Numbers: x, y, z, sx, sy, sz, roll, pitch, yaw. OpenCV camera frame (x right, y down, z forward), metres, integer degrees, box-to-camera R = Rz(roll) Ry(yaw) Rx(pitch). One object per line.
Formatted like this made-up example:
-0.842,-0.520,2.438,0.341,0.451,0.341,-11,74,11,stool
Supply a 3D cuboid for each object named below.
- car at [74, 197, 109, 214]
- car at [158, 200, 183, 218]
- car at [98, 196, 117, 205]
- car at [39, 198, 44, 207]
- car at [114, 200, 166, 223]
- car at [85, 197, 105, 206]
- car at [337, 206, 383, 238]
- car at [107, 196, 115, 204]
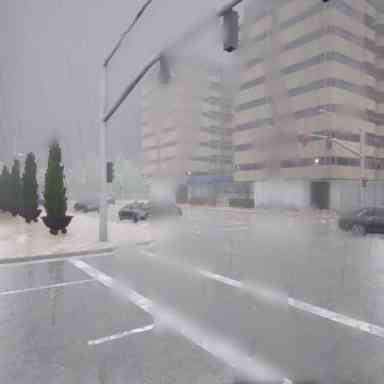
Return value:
-11.125,1.547,35.791,2.033,1.411,5.357,0,0,-35,car
-2.658,1.503,29.783,1.837,1.490,4.892,0,1,-35,car
-15.555,1.526,60.807,1.812,1.442,4.674,0,0,-35,car
-23.162,1.478,53.177,1.882,1.535,5.008,0,0,-35,car
-4.135,1.564,25.786,1.994,1.385,4.181,0,0,-35,car
-16.407,1.564,55.918,1.994,1.385,4.181,0,0,-35,car
9.868,1.505,16.463,4.892,1.490,1.837,0,1,30,car
-12.468,1.491,43.837,2.128,1.511,4.902,0,0,-35,car
